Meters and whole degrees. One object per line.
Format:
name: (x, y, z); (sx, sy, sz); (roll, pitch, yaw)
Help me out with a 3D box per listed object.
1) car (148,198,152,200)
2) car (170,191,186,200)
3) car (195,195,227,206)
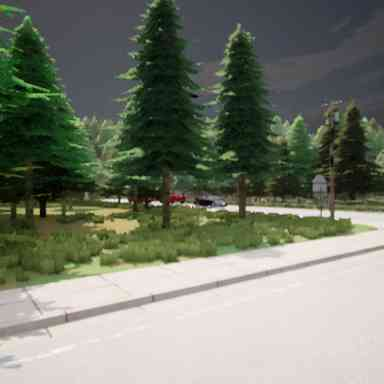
car: (-8.747, 0.952, 55.346); (2.150, 2.045, 5.566); (-1, 0, -34)
car: (-3.164, 0.850, 53.456); (2.150, 2.045, 5.566); (-1, 0, -34)
car: (2.175, 1.166, 39.198); (2.128, 1.511, 4.902); (-1, 0, -34)
